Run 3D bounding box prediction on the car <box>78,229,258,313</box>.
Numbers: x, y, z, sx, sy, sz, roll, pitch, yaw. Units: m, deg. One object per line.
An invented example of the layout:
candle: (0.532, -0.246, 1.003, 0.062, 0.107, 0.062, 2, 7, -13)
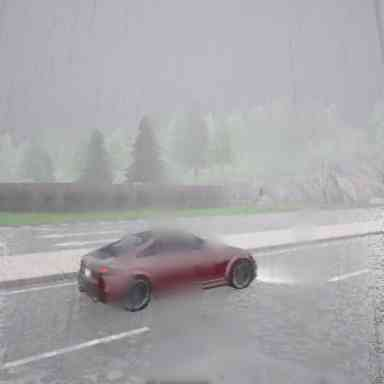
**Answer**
car: (-0.427, 1.578, 7.775, 4.181, 1.385, 1.994, 0, 0, -35)
